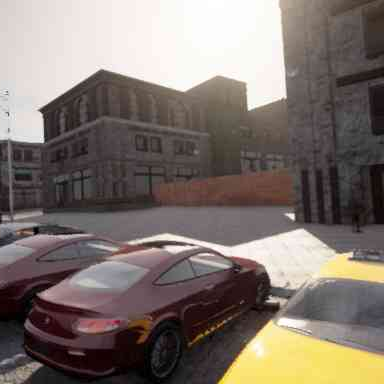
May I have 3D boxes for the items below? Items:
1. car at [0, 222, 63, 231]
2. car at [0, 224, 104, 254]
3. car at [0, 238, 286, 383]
[{"bbox_3d":[-4.754,1.575,8.673,2.163,1.488,4.792,-1,0,35],"label":"car"},{"bbox_3d":[-2.468,1.565,7.074,2.002,1.452,4.674,-1,0,36],"label":"car"},{"bbox_3d":[-0.296,1.545,5.526,2.002,1.452,4.674,-1,0,35],"label":"car"}]
